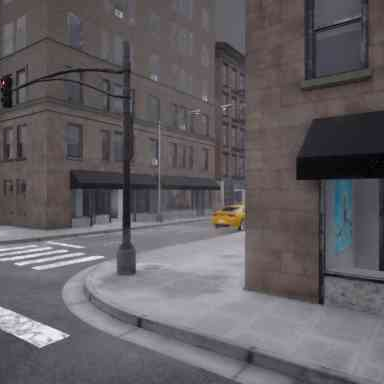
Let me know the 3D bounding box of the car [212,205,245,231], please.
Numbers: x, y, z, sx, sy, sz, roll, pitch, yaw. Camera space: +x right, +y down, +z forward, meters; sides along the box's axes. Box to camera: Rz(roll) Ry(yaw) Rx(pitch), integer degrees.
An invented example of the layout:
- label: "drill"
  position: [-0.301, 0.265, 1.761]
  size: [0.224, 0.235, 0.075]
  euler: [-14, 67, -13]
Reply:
- label: "car"
  position: [3.213, 1.609, 22.130]
  size: [1.882, 1.535, 5.008]
  euler: [0, 0, 36]
